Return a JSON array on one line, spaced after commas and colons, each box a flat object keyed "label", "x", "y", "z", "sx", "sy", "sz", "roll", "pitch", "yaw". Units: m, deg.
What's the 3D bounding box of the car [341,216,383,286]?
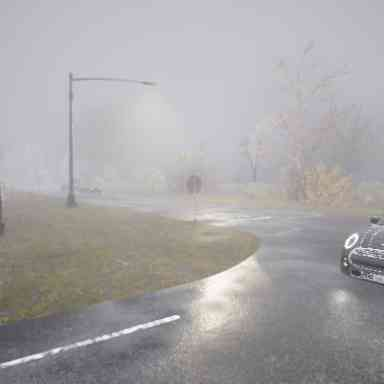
[{"label": "car", "x": 5.508, "y": 1.006, "z": 7.793, "sx": 4.553, "sy": 1.767, "sz": 2.097, "roll": -3, "pitch": 3, "yaw": -36}]

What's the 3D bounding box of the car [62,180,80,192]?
[{"label": "car", "x": -20.826, "y": -1.099, "z": 57.640, "sx": 2.150, "sy": 2.045, "sz": 5.566, "roll": -1, "pitch": 2, "yaw": -36}]

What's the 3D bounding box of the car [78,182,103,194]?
[{"label": "car", "x": -14.983, "y": -0.399, "z": 49.535, "sx": 1.895, "sy": 1.301, "sz": 4.718, "roll": -1, "pitch": 2, "yaw": -36}]
